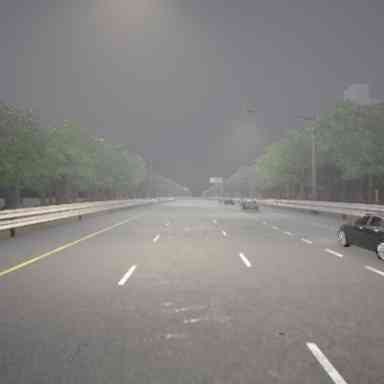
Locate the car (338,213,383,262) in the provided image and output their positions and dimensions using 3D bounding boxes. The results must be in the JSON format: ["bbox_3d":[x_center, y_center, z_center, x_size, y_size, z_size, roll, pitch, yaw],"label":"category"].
[{"bbox_3d":[7.011,1.510,12.028,1.837,1.490,4.892,0,0,0],"label":"car"}]

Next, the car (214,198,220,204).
[{"bbox_3d":[7.394,2.174,83.702,2.128,1.511,4.902,0,-1,1],"label":"car"}]

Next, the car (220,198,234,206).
[{"bbox_3d":[7.252,1.932,66.643,1.837,1.490,4.892,0,-1,0],"label":"car"}]

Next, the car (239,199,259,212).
[{"bbox_3d":[7.101,1.628,41.679,2.128,1.511,4.902,0,0,0],"label":"car"}]
